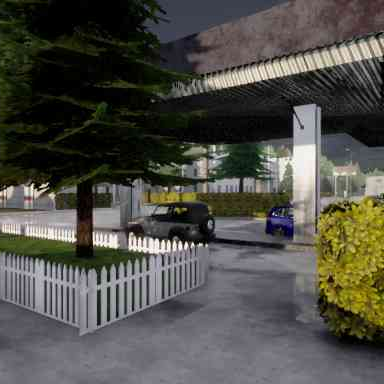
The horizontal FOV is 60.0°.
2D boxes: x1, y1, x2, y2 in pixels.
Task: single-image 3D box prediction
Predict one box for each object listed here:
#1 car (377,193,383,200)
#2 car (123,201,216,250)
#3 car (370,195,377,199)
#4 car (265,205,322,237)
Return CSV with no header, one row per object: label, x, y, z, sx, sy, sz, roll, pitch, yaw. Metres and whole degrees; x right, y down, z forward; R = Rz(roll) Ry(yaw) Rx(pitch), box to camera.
car,25.852,1.077,43.466,1.905,1.878,3.866,0,0,35
car,-0.905,1.313,13.783,3.866,1.878,1.905,0,0,35
car,33.116,1.298,60.206,2.007,1.523,4.514,0,0,35
car,5.896,1.480,15.932,4.611,1.667,2.242,0,0,35
